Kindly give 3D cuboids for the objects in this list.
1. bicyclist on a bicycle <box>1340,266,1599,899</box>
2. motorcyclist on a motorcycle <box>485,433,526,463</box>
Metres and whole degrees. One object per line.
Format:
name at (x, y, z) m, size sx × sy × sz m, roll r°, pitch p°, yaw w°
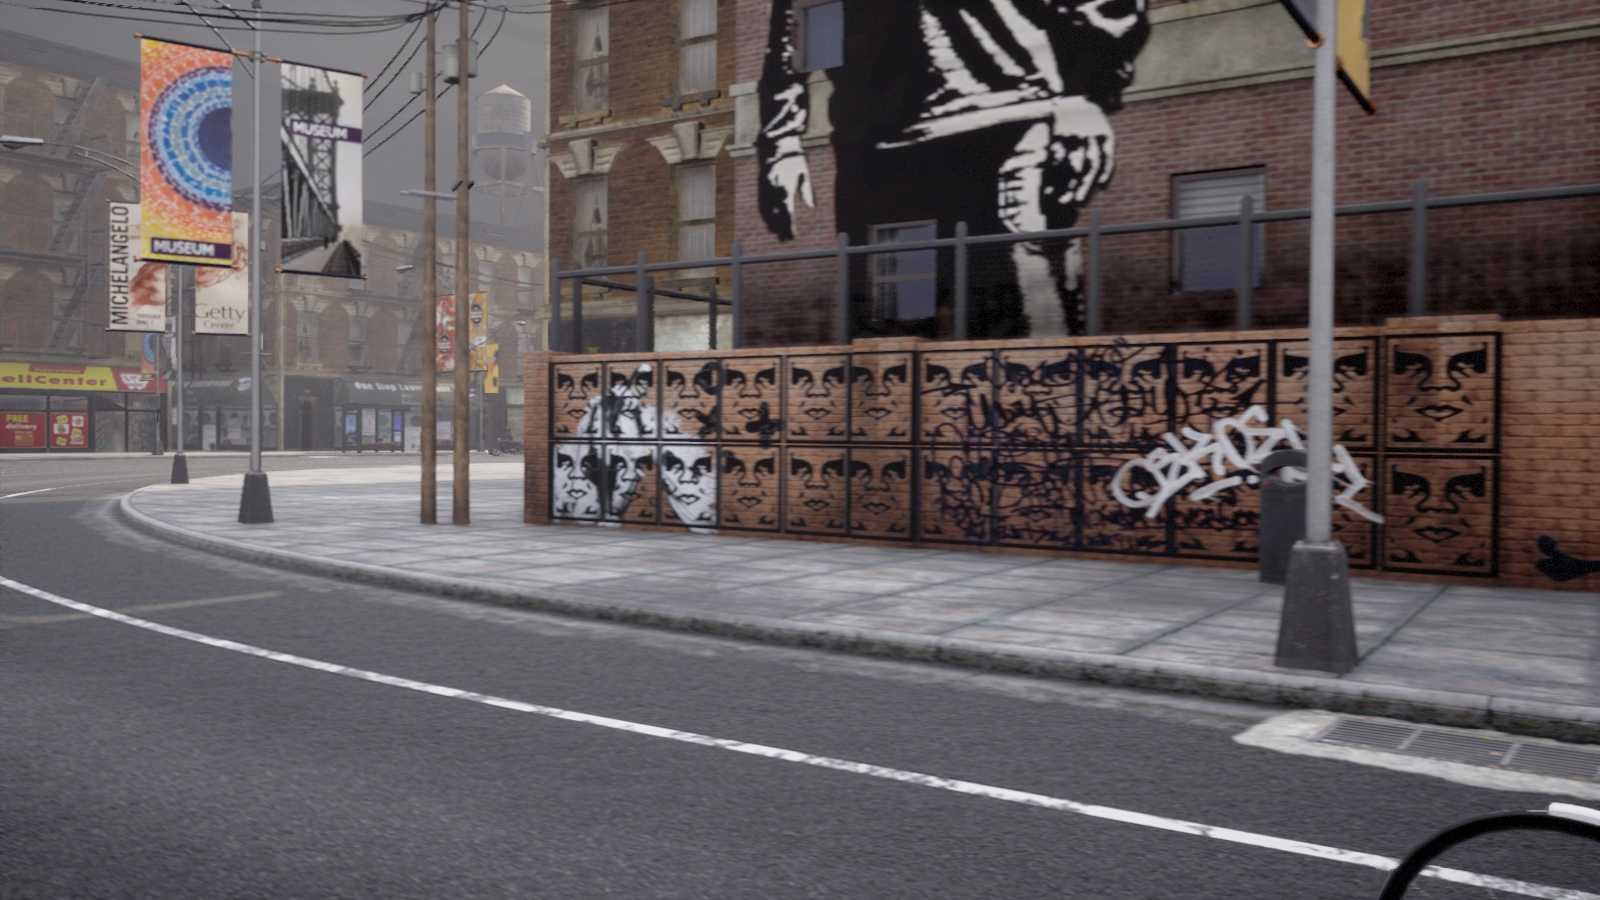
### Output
bicyclist on a bicycle at (2.030, 0.553, 2.272) m, size 1.843 × 1.776 × 0.659 m, roll 0°, pitch 1°, yaw 34°
motorcyclist on a motorcycle at (-16.618, -0.128, 70.935) m, size 0.766 × 1.649 × 2.350 m, roll 0°, pitch 1°, yaw 35°
